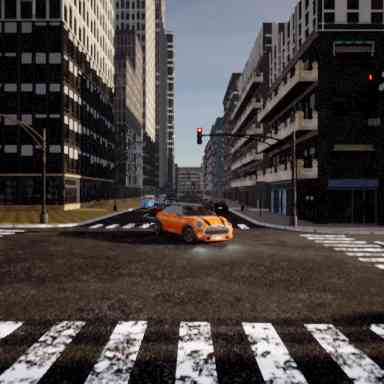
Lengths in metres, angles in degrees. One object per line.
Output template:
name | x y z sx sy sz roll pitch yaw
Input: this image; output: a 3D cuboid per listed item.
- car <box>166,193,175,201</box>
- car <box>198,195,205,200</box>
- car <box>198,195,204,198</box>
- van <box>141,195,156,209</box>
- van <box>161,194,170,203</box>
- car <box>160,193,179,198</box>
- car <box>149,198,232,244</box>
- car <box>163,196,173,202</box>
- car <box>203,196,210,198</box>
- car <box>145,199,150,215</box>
car | -5.665 1.313 88.985 2.192 1.841 5.009 0 0 0
car | 2.717 1.565 94.637 1.947 1.339 4.313 0 0 0
car | 2.707 1.544 60.712 2.008 1.369 4.403 0 0 0
van | -5.680 1.334 43.750 1.690 1.788 3.998 0 0 0
van | -5.671 1.336 72.022 1.690 1.788 3.998 0 0 0
car | -3.080 1.215 50.044 2.150 2.045 5.566 0 0 1
car | -0.047 1.364 16.271 2.097 1.767 4.553 1 0 -32
car | -5.668 1.546 77.676 2.008 1.369 4.403 0 0 0
car | 2.701 1.538 43.749 1.887 1.381 4.507 0 0 0
car | -3.092 1.594 32.292 1.895 1.301 4.718 0 0 0
